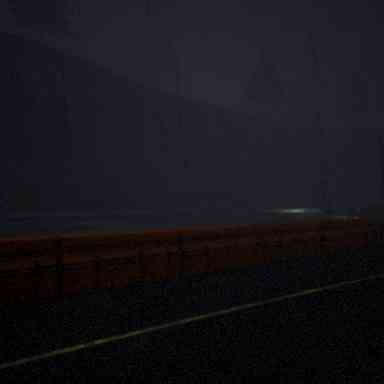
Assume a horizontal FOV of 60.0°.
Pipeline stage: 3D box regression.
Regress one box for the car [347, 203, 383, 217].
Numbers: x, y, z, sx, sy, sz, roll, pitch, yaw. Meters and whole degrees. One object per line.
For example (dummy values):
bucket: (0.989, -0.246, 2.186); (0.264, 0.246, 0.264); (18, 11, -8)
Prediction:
car: (20.234, 2.010, 38.378); (5.008, 1.535, 1.882); (1, -1, -22)
